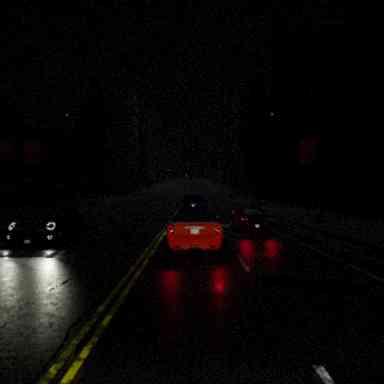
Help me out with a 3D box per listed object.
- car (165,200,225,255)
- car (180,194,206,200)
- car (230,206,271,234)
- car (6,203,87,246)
[{"bbox_3d":[0.099,1.371,13.537,2.097,1.767,4.553,0,0,0],"label":"car"},{"bbox_3d":[0.096,1.234,31.085,2.150,2.045,5.566,0,0,0],"label":"car"},{"bbox_3d":[3.348,1.551,19.379,1.812,1.442,4.674,0,0,0],"label":"car"},{"bbox_3d":[-6.503,1.371,15.353,2.097,1.767,4.553,0,0,0],"label":"car"}]
